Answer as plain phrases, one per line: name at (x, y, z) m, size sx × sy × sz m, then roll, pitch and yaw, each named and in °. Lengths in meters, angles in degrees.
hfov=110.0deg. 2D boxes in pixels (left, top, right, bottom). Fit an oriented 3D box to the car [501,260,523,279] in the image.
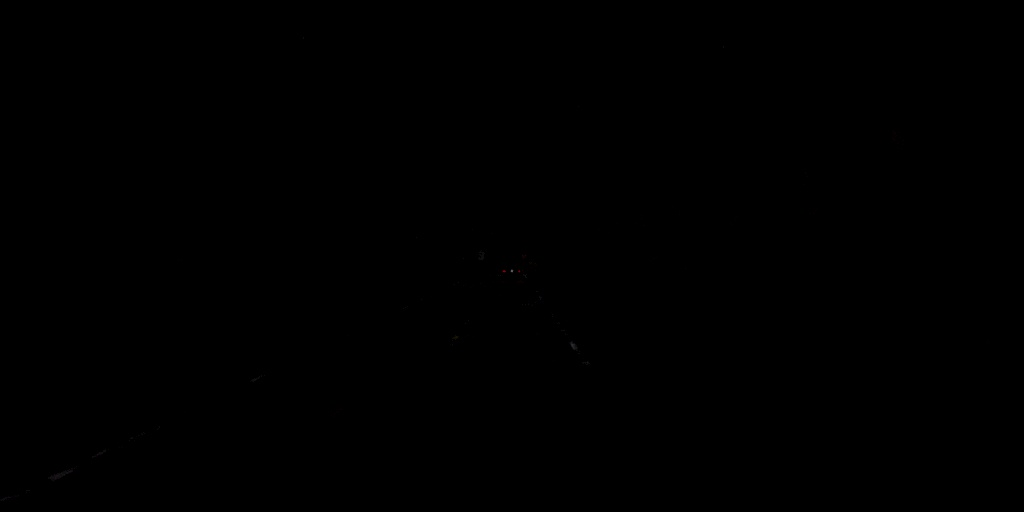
car at (-0.001, 1.306, 32.168) m, size 2.033 × 1.411 × 5.357 m, roll 0°, pitch 0°, yaw 0°
